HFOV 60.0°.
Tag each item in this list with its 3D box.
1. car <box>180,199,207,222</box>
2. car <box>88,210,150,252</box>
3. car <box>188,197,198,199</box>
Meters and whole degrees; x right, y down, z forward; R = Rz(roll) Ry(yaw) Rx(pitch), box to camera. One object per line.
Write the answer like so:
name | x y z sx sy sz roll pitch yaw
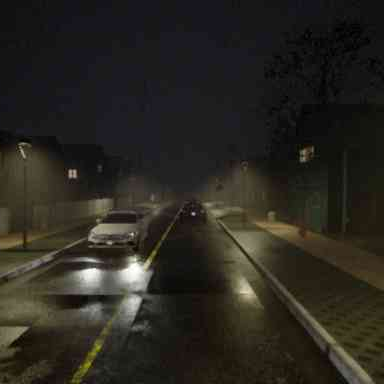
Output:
car | 0.103 1.491 25.205 1.994 1.385 4.181 0 0 0
car | -2.848 1.485 13.838 1.812 1.442 4.674 0 0 0
car | 0.105 1.404 42.432 1.812 1.442 4.674 0 0 0
